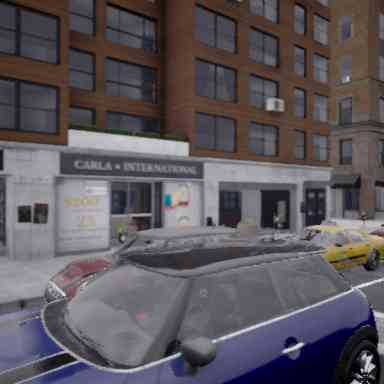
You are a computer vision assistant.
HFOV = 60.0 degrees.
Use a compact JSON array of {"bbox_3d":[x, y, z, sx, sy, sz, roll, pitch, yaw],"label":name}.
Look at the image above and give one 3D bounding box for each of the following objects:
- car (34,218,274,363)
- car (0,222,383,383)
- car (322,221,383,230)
[{"bbox_3d":[-0.590,1.445,6.337,4.097,1.590,1.967,0,0,-35],"label":"car"},{"bbox_3d":[-0.174,1.354,3.252,4.553,1.767,2.097,0,0,-35],"label":"car"},{"bbox_3d":[3.759,1.539,9.433,4.829,1.417,1.752,0,0,-35],"label":"car"}]
